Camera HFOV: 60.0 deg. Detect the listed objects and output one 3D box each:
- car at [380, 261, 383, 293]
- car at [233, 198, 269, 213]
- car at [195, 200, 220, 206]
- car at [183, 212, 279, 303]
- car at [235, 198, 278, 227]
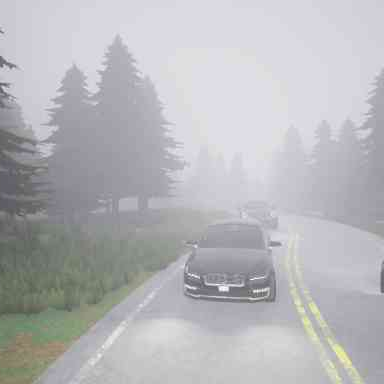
[{"bbox_3d":[4.498,1.308,4.647,2.097,1.767,4.553,-1,0,8],"label":"car"},{"bbox_3d":[6.237,1.410,35.738,1.837,1.490,4.892,2,-1,-16],"label":"car"},{"bbox_3d":[1.962,1.798,44.867,1.812,1.442,4.674,3,-5,-35],"label":"car"},{"bbox_3d":[1.099,1.496,8.421,1.837,1.490,4.892,-1,0,13],"label":"car"},{"bbox_3d":[3.896,1.270,20.371,2.097,1.767,4.553,-1,0,5],"label":"car"}]
